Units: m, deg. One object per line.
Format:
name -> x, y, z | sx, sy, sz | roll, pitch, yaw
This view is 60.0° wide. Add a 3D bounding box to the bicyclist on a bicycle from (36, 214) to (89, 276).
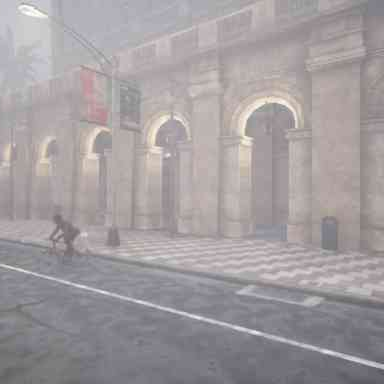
bicyclist on a bicycle -> -3.594, 1.434, 9.337 | 0.582, 1.620, 1.656 | 0, 2, 36
